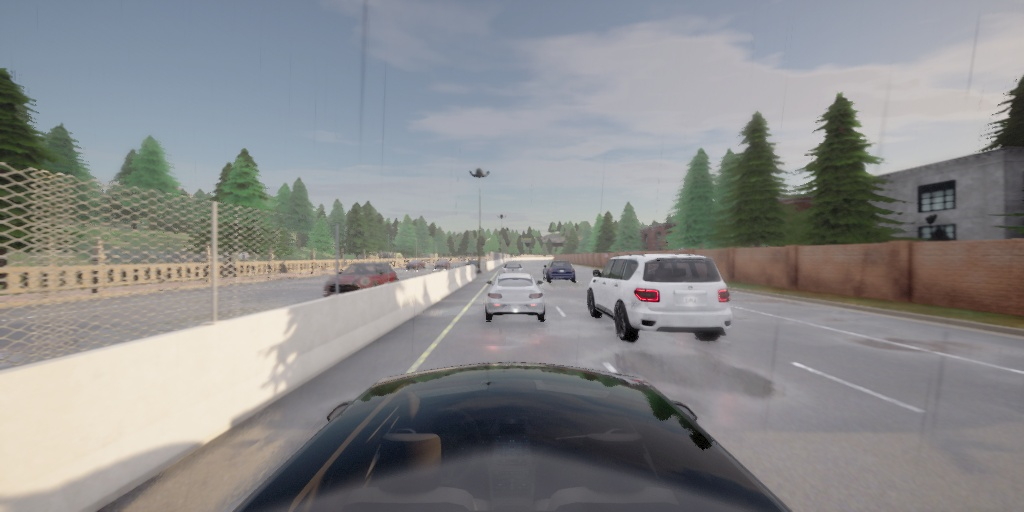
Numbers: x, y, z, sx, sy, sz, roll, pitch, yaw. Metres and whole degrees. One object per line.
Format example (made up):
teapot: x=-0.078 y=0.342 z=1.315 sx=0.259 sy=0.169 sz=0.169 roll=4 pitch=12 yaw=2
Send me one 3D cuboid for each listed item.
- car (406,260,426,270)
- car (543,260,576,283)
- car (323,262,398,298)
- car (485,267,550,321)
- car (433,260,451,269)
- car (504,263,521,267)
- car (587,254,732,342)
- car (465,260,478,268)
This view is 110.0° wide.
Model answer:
car: x=-14.079 y=1.278 z=52.743 sx=1.812 sy=1.442 sz=4.674 roll=0 pitch=0 yaw=1
car: x=3.595 y=1.103 z=28.048 sx=2.097 sy=1.767 sz=4.553 roll=0 pitch=0 yaw=0
car: x=-7.103 y=1.102 z=17.313 sx=2.097 sy=1.767 sz=4.553 roll=0 pitch=0 yaw=0
car: x=0.098 y=1.276 z=12.345 sx=1.812 sy=1.442 sz=4.674 roll=0 pitch=0 yaw=0
car: x=-10.531 y=1.279 z=54.868 sx=1.812 sy=1.442 sz=4.674 roll=0 pitch=0 yaw=2
car: x=0.076 y=1.352 z=33.853 sx=1.895 sy=1.301 sz=4.718 roll=0 pitch=0 yaw=0
car: x=3.613 y=0.972 z=9.893 sx=2.150 sy=2.045 sz=5.566 roll=0 pitch=0 yaw=0
car: x=-6.851 y=1.319 z=62.327 sx=1.994 sy=1.385 sz=4.181 roll=0 pitch=0 yaw=2
